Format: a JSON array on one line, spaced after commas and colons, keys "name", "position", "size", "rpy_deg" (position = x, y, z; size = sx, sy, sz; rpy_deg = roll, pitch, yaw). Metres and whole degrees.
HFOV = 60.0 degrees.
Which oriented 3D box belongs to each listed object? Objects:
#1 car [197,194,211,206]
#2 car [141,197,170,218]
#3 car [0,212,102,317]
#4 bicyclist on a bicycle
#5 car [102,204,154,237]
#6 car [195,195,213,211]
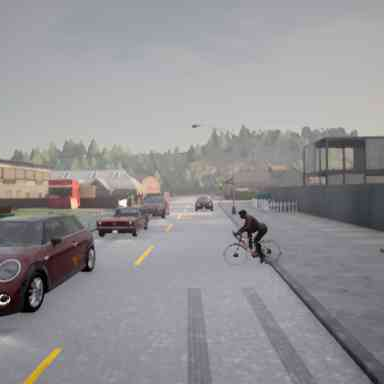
[{"name": "car", "position": [1.764, 1.140, 48.323], "size": [1.882, 1.535, 5.008], "rpy_deg": [-1, 0, 3]}, {"name": "car", "position": [-3.115, 1.203, 27.903], "size": [2.097, 1.767, 4.553], "rpy_deg": [-1, 0, 2]}, {"name": "car", "position": [-3.871, 1.347, 7.620], "size": [2.097, 1.767, 4.553], "rpy_deg": [-1, 0, 2]}, {"name": "bicyclist on a bicycle", "position": [1.699, 1.323, 9.614], "size": [1.656, 1.620, 0.582], "rpy_deg": [-6, 0, 2]}, {"name": "car", "position": [-3.503, 1.524, 17.660], "size": [1.895, 1.301, 4.718], "rpy_deg": [-1, 0, 2]}, {"name": "car", "position": [1.341, 1.349, 36.247], "size": [1.895, 1.301, 4.718], "rpy_deg": [-1, 0, 2]}]
